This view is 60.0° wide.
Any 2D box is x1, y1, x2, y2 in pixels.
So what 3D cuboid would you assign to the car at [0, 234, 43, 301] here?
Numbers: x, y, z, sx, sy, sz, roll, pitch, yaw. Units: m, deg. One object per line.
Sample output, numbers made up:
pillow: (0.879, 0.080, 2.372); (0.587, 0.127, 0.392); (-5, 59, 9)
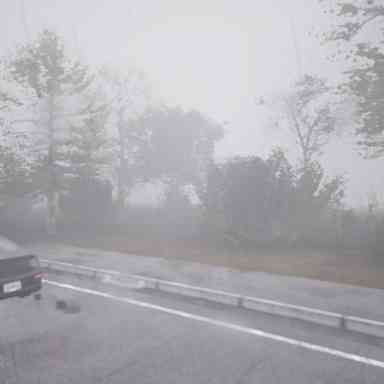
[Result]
car: (-5.123, 1.499, 7.066); (4.674, 1.442, 1.812); (0, 0, 31)
